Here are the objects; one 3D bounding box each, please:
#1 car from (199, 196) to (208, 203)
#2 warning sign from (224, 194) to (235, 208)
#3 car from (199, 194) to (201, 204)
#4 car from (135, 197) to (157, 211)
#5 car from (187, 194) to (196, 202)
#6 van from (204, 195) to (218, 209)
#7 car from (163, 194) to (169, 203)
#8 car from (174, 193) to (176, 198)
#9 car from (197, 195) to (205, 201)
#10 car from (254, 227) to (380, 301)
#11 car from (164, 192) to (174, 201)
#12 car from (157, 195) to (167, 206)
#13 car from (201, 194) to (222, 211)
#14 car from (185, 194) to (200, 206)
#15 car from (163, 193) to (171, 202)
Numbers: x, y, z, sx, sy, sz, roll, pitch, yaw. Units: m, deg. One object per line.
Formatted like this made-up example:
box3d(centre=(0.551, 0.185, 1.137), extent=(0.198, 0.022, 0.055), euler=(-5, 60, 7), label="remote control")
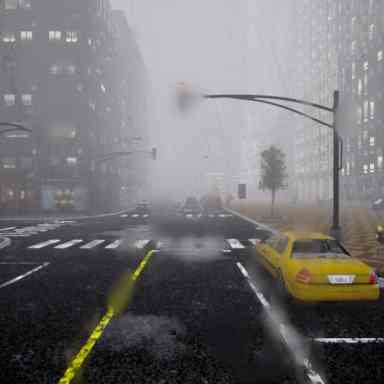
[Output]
box3d(centre=(2.471, 1.612, 73.662), extent=(1.887, 1.381, 4.507), euler=(0, 0, 0), label="car")
box3d(centre=(4.945, 1.136, 43.767), extent=(1.300, 1.860, 1.060), euler=(0, 0, 0), label="warning sign")
box3d(centre=(2.502, 1.362, 62.608), extent=(2.192, 1.841, 5.009), euler=(0, 0, 0), label="car")
box3d(centre=(-5.811, 1.568, 40.478), extent=(2.008, 1.369, 4.403), euler=(0, 0, 0), label="car")
box3d(centre=(-0.233, 1.433, 79.658), extent=(2.097, 1.767, 4.553), euler=(0, 0, 0), label="car")
box3d(centre=(2.551, 1.364, 46.029), extent=(1.690, 1.788, 3.998), euler=(0, 0, 0), label="van")
box3d(centre=(-5.877, 1.592, 62.583), extent=(1.887, 1.381, 4.507), euler=(0, 0, 0), label="car")
box3d(centre=(-5.957, 1.625, 90.048), extent=(1.752, 1.417, 4.829), euler=(0, 0, 0), label="car")
box3d(centre=(2.422, 1.625, 90.412), extent=(1.752, 1.417, 4.829), euler=(0, 0, 0), label="car")
box3d(centre=(2.664, 1.526, 8.260), extent=(1.752, 1.417, 4.829), euler=(0, 0, 0), label="car")
box3d(centre=(-5.926, 1.517, 79.164), extent=(1.967, 1.590, 4.097), euler=(0, 0, 0), label="car")
box3d(centre=(-5.860, 1.589, 57.057), extent=(2.008, 1.369, 4.403), euler=(0, 0, 0), label="car")
box3d(centre=(2.568, 1.332, 40.503), extent=(2.192, 1.841, 5.009), euler=(0, 0, 0), label="car")
box3d(centre=(-0.056, 1.538, 53.767), extent=(1.837, 1.490, 4.892), euler=(0, 0, 0), label="car")
box3d(centre=(-5.894, 1.497, 68.111), extent=(1.967, 1.590, 4.097), euler=(0, 0, 0), label="car")
